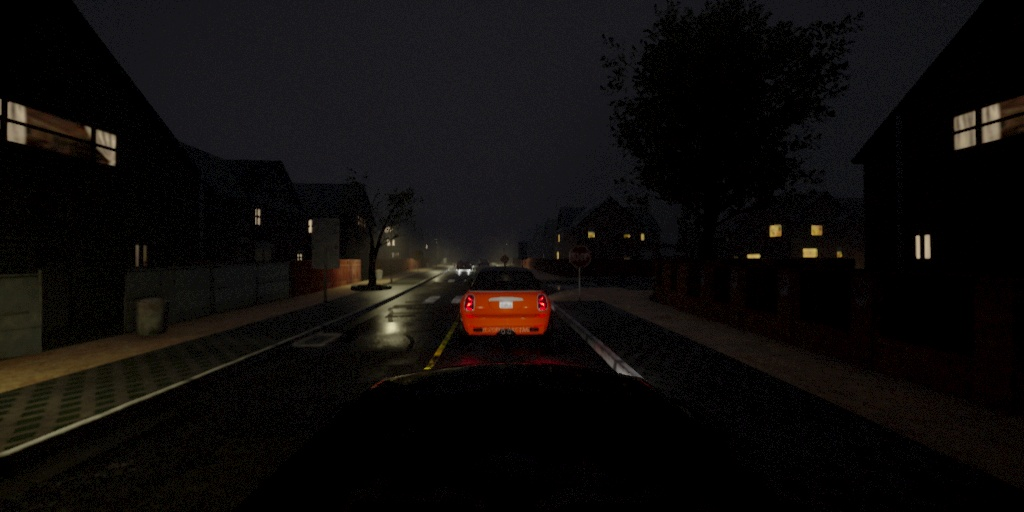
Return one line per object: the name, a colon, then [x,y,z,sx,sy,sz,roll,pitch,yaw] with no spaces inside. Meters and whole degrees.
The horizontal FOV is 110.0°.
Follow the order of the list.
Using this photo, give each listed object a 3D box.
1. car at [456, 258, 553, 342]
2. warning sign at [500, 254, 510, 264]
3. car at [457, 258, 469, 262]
car: [-0.216,1.054,9.800,2.097,1.767,4.553,0,0,-2]
warning sign: [-0.937,0.700,47.052,1.300,1.860,1.060,0,0,-5]
car: [-6.485,1.144,48.878,1.994,1.385,4.181,0,0,-5]
